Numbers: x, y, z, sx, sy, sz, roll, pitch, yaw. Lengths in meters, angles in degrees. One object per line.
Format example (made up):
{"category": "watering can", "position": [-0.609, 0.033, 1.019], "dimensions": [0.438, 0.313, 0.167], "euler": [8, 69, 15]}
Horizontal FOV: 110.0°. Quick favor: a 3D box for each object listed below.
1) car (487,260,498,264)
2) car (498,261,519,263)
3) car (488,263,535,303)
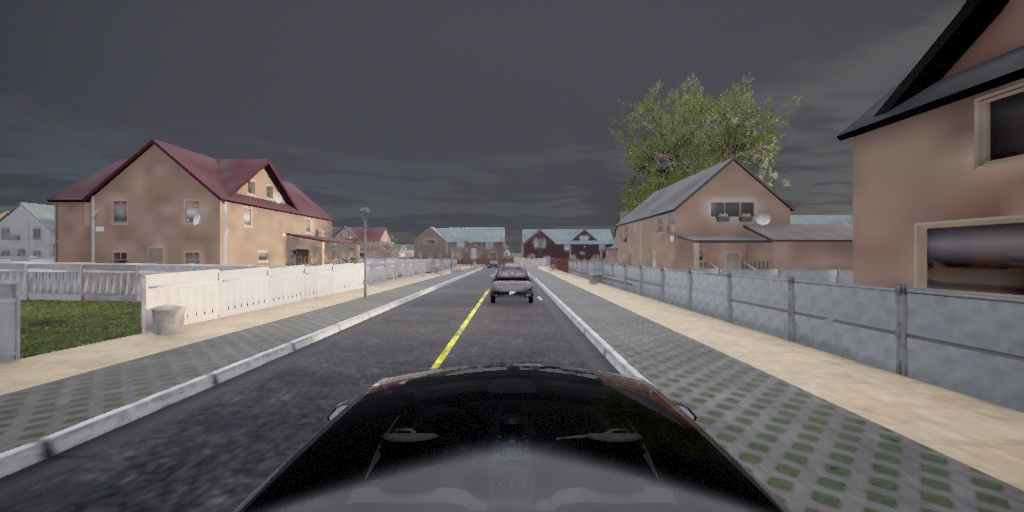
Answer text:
{"category": "car", "position": [-2.750, 1.346, 55.499], "dimensions": [2.033, 1.411, 5.357], "euler": [0, 0, 0]}
{"category": "car", "position": [0.000, 1.232, 31.499], "dimensions": [1.882, 1.535, 5.008], "euler": [0, 0, 0]}
{"category": "car", "position": [0.000, 1.244, 16.499], "dimensions": [2.128, 1.511, 4.902], "euler": [0, 0, 0]}
